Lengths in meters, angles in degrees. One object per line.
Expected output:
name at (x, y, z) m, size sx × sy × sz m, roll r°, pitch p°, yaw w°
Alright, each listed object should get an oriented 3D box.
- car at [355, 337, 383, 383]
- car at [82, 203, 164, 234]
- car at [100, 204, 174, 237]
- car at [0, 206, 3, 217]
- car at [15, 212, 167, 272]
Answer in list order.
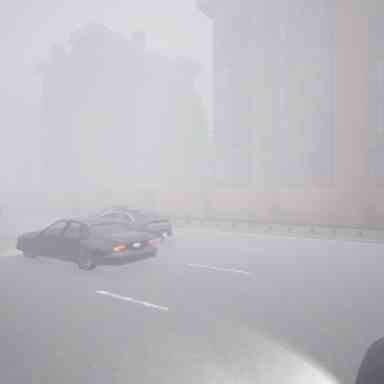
car at (3.091, 1.563, 1.788) m, size 4.181 × 1.385 × 1.994 m, roll 0°, pitch 0°, yaw 35°
car at (-4.200, 1.477, 19.882) m, size 5.008 × 1.535 × 1.882 m, roll 0°, pitch 0°, yaw 35°
car at (-3.067, 1.492, 14.776) m, size 4.902 × 1.511 × 2.128 m, roll 0°, pitch 0°, yaw 35°
car at (-19.056, 1.526, 30.471) m, size 4.674 × 1.442 × 1.812 m, roll 0°, pitch 0°, yaw 36°
car at (-3.593, 1.547, 10.852) m, size 5.357 × 1.411 × 2.033 m, roll 0°, pitch 0°, yaw 36°
